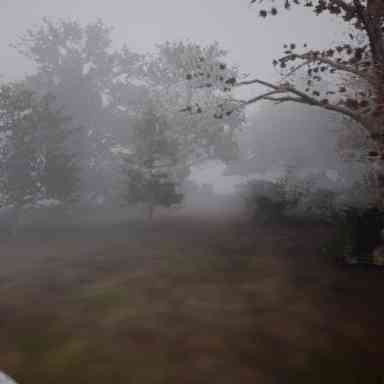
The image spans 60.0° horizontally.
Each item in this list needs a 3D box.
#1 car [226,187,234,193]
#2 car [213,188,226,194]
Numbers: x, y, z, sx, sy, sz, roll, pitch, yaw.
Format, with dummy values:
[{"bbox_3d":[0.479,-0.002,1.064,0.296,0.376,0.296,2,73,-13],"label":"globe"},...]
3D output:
[{"bbox_3d":[10.618,-0.626,91.267,5.366,1.575,1.946,-4,1,-23],"label":"car"},{"bbox_3d":[5.558,-0.272,89.078,5.366,1.575,1.946,-4,1,-23],"label":"car"}]
